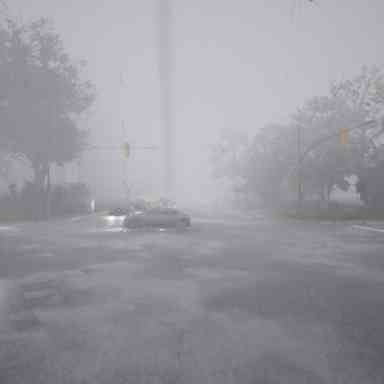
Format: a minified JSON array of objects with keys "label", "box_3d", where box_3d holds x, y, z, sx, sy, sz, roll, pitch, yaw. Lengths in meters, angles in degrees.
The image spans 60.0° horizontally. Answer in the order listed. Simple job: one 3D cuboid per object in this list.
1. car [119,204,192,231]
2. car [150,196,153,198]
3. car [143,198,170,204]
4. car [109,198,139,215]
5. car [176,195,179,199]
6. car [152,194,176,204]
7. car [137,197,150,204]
[{"label":"car","box_3d":[-2.125,1.614,20.593,4.181,1.385,1.994,0,0,-3]},{"label":"car","box_3d":[-7.333,1.545,60.993,1.882,1.535,5.008,0,0,-2]},{"label":"car","box_3d":[-3.596,1.608,34.383,1.812,1.442,4.674,0,0,0]},{"label":"car","box_3d":[-7.097,1.646,34.200,1.994,1.385,4.181,0,0,0]},{"label":"car","box_3d":[-3.797,1.599,59.397,1.812,1.442,4.674,0,0,-1]},{"label":"car","box_3d":[-3.615,1.447,43.837,2.097,1.767,4.553,0,0,0]},{"label":"car","box_3d":[-7.110,1.573,43.289,1.882,1.535,5.008,0,0,0]}]
